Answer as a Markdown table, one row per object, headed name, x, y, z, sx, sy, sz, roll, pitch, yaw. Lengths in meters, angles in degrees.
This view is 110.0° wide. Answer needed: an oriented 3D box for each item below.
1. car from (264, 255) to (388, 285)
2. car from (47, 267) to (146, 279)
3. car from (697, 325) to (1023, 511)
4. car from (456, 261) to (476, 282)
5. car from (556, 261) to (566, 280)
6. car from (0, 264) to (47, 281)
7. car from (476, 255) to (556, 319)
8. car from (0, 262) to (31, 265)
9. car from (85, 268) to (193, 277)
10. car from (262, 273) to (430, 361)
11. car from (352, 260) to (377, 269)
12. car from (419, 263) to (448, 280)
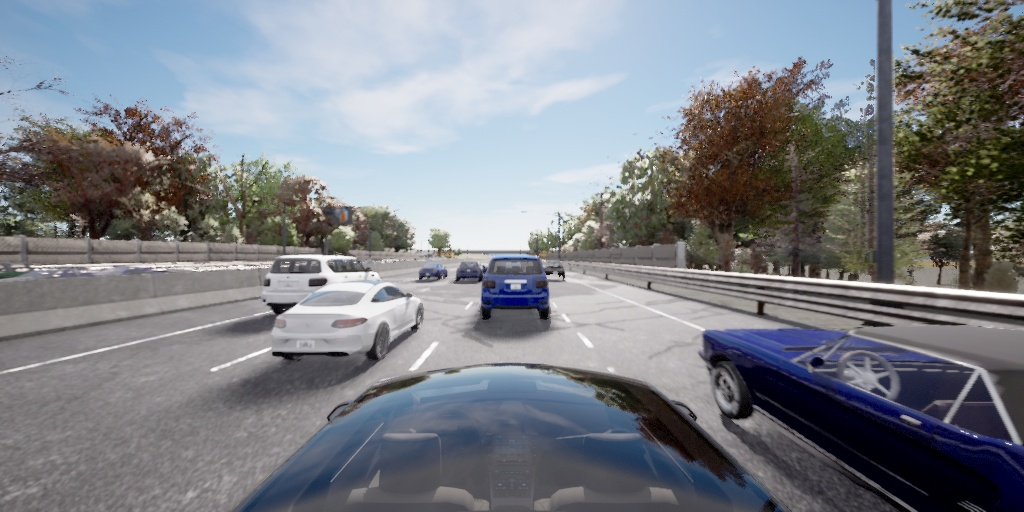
| name | x | y | z | sx | sy | sz | roll | pitch | yaw |
| --- | --- | --- | --- | --- | --- | --- | --- | --- | --- |
| car | -6.900 | 0.994 | 13.736 | 2.150 | 2.045 | 5.566 | 0 | 0 | 0 |
| car | -21.099 | 1.310 | 19.410 | 1.812 | 1.442 | 4.674 | 0 | 0 | 0 |
| car | 3.343 | 1.177 | 2.670 | 1.895 | 1.301 | 4.718 | 0 | 0 | 2 |
| car | -3.401 | 1.163 | 30.341 | 2.097 | 1.767 | 4.553 | 0 | 0 | 0 |
| car | 3.500 | 1.143 | 31.285 | 1.837 | 1.490 | 4.892 | 0 | 0 | 0 |
| car | -24.600 | 1.332 | 19.530 | 2.033 | 1.411 | 5.357 | 0 | 0 | 0 |
| car | 0.088 | 0.993 | 13.095 | 2.150 | 2.045 | 5.566 | 0 | 0 | 0 |
| car | -28.098 | 1.134 | 18.802 | 2.097 | 1.767 | 4.553 | 0 | 0 | 0 |
| car | -17.600 | 1.382 | 18.030 | 1.895 | 1.301 | 4.718 | 0 | 0 | 0 |
| car | -3.399 | 1.287 | 8.213 | 1.812 | 1.442 | 4.674 | 0 | 0 | 0 |
| car | -24.525 | 1.382 | 59.949 | 2.128 | 1.511 | 4.902 | 0 | 0 | 1 |
| car | -6.900 | 1.340 | 31.679 | 1.812 | 1.442 | 4.674 | 0 | 0 | 0 |
